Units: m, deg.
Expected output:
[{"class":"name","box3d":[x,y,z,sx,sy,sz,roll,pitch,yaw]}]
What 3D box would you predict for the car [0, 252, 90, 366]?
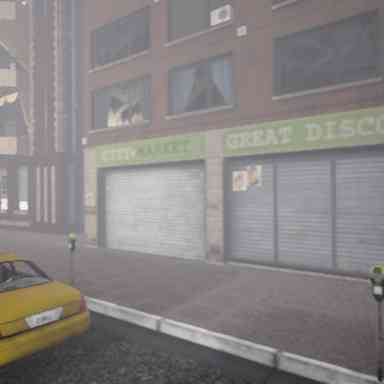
[{"class":"car","box3d":[-3.740,1.572,5.546,4.829,1.417,1.752,-1,-1,36]}]
